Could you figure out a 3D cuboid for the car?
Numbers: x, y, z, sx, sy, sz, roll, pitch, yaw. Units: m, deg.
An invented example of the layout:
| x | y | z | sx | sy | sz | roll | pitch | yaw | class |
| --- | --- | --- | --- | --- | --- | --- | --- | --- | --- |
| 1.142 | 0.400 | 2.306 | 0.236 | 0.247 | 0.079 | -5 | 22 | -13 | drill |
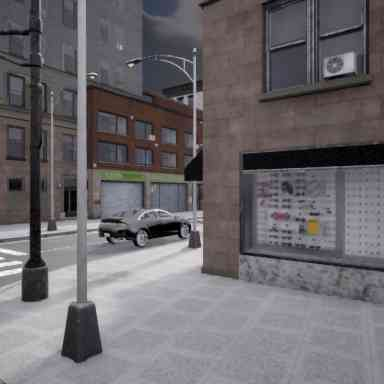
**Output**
| x | y | z | sx | sy | sz | roll | pitch | yaw | class |
| --- | --- | --- | --- | --- | --- | --- | --- | --- | --- |
| -1.920 | 1.459 | 14.979 | 2.128 | 1.511 | 4.902 | 0 | 0 | 35 | car |
